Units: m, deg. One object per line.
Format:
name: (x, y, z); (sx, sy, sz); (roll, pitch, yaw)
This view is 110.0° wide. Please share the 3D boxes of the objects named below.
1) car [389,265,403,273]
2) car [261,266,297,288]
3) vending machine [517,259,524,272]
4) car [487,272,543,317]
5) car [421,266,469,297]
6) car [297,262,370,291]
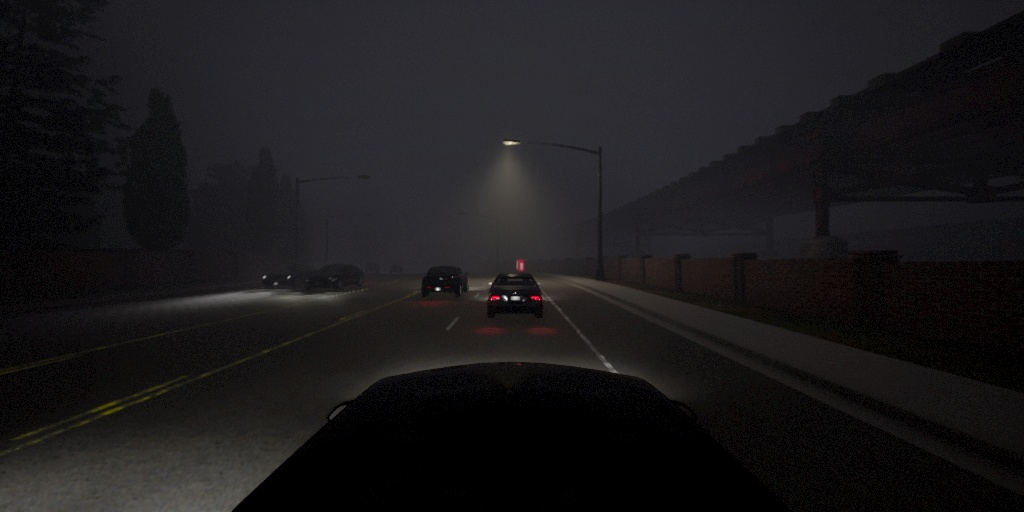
car: (-20.026, 2.239, 61.893); (1.837, 1.490, 4.892); (1, -3, -24)
car: (-14.296, 1.351, 23.768); (1.895, 1.301, 4.718); (0, 0, -3)
vending machine: (1.233, 1.406, 51.953); (1.100, 2.100, 0.880); (0, 0, -16)
car: (0.099, 1.303, 13.141); (2.033, 1.411, 5.357); (0, 0, 0)
car: (-3.441, 1.262, 18.877); (1.837, 1.490, 4.892); (0, 0, -1)
car: (-10.769, 1.233, 22.109); (1.882, 1.535, 5.008); (0, 0, -2)
